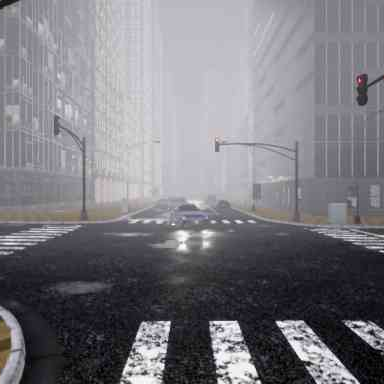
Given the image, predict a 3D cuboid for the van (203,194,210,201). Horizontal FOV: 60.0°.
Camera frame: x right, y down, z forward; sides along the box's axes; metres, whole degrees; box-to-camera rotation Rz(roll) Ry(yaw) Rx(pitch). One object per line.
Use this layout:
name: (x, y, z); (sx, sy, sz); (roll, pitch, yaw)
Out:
van: (3.502, 1.321, 80.486); (1.690, 1.788, 3.998); (0, 0, 0)

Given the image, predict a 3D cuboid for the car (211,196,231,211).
car: (3.817, 1.579, 41.795); (1.947, 1.339, 4.313); (0, 0, 0)

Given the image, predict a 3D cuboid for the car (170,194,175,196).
car: (-4.264, 1.564, 63.850); (1.947, 1.339, 4.313); (0, 0, 0)

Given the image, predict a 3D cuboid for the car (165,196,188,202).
car: (-1.627, 1.507, 39.102); (2.128, 1.511, 4.902); (0, 0, 0)

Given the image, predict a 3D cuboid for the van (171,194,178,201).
van: (-4.416, 1.315, 85.960); (1.690, 1.788, 3.998); (0, 0, 0)

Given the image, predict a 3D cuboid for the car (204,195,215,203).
car: (3.578, 1.432, 69.432); (1.967, 1.590, 4.097); (0, 0, 0)

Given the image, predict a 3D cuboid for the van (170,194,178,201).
van: (-4.378, 1.321, 80.432); (1.690, 1.788, 3.998); (0, 0, 0)

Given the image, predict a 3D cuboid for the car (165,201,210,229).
car: (-0.329, 1.547, 22.126); (1.812, 1.442, 4.674); (0, 0, -15)

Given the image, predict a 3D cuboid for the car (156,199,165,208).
car: (-4.150, 1.592, 47.267); (1.802, 1.307, 4.206); (0, 0, 0)

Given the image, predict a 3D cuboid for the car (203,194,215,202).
car: (3.616, 1.313, 63.903); (2.192, 1.841, 5.009); (0, 0, 0)

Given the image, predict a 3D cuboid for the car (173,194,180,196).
car: (-1.720, 1.531, 55.019); (1.812, 1.442, 4.674); (0, 0, 0)
